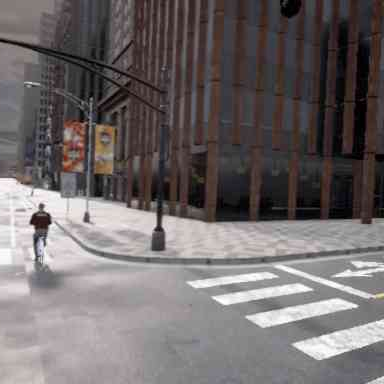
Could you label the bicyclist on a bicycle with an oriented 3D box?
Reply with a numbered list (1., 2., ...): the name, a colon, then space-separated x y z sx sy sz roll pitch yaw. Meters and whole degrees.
1. bicyclist on a bicycle: -4.359 1.176 9.561 0.659 1.776 1.843 2 0 -29
